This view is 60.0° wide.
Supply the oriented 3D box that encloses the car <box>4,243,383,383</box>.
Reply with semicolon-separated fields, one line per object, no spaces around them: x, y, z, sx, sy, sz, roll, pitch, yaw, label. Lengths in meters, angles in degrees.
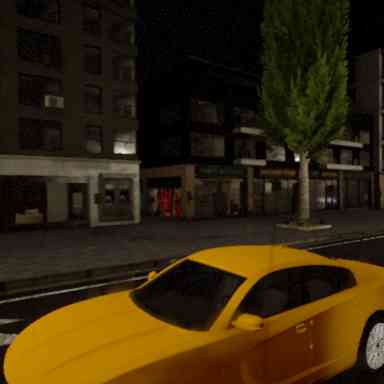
0.562;1.461;4.052;5.008;1.535;1.882;0;0;-33;car
